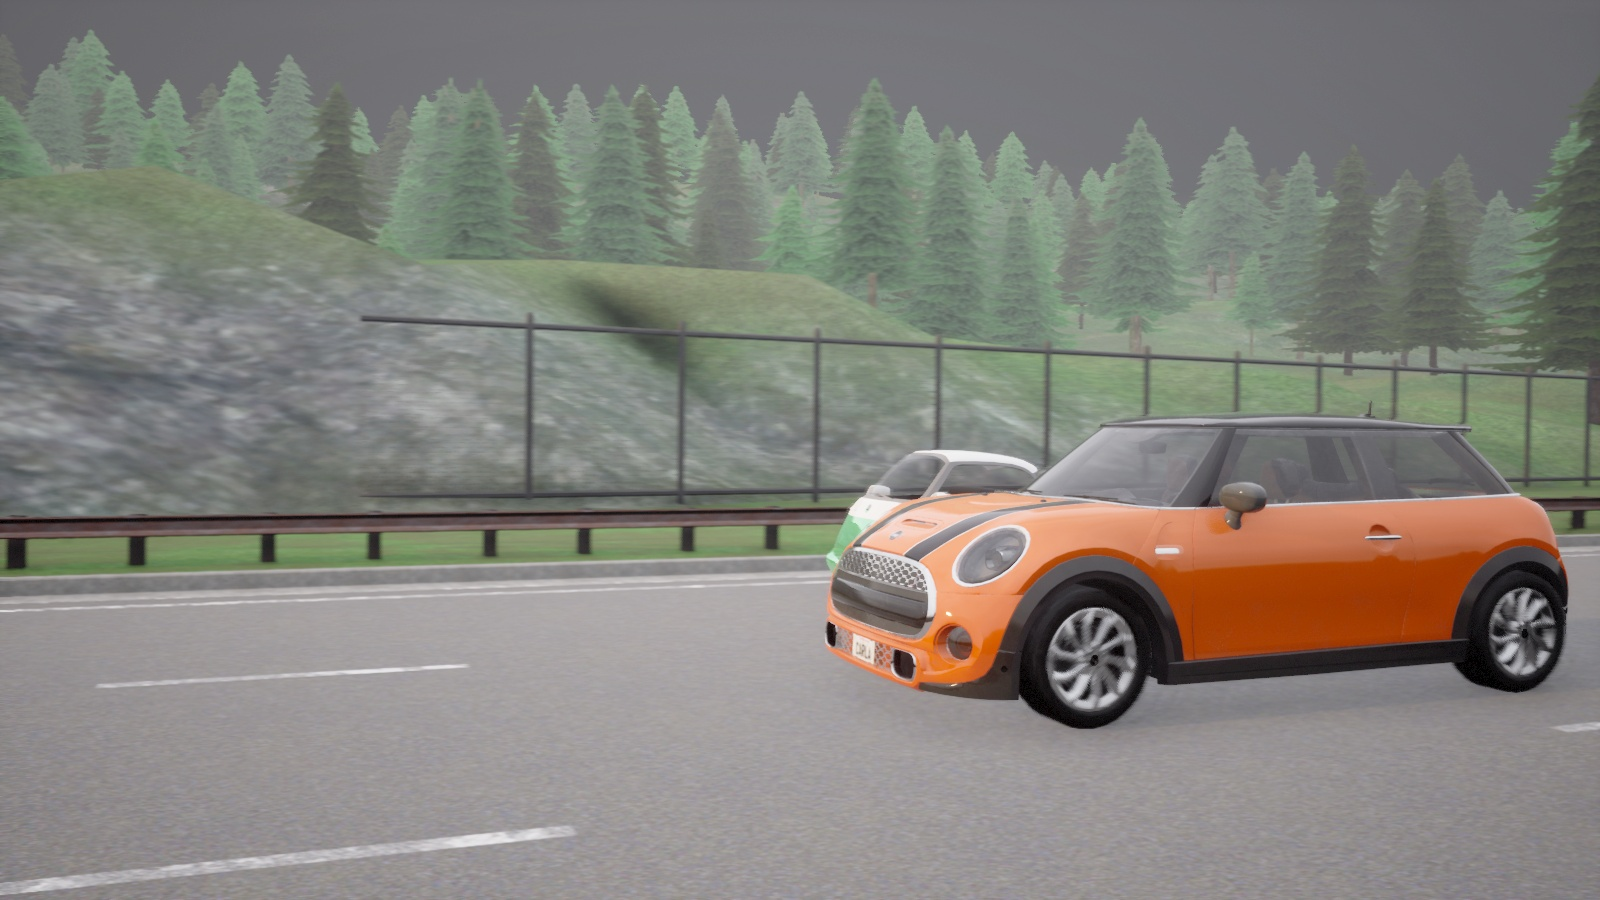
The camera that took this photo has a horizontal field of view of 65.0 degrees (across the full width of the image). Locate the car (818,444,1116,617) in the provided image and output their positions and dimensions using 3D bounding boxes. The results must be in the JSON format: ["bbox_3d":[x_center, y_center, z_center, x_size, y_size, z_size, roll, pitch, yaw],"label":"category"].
[{"bbox_3d":[1.462,0.648,11.261,2.207,1.376,1.481,-1,1,-20],"label":"car"}]

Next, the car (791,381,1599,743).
[{"bbox_3d":[2.451,0.498,7.891,4.553,1.767,2.097,-1,1,-20],"label":"car"}]
